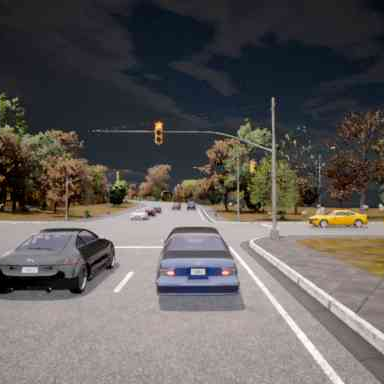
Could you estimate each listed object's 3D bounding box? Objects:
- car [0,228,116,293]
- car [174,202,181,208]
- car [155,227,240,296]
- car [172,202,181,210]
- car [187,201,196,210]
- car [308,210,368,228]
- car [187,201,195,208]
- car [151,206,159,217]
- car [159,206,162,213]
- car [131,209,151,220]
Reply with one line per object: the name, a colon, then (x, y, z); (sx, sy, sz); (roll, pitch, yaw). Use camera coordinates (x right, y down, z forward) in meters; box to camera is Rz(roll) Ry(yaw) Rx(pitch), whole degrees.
car: (-3.443, 1.665, 9.081); (1.994, 1.385, 4.181); (0, -1, 0)
car: (-3.830, 3.428, 88.290); (1.837, 1.490, 4.892); (0, 0, -4)
car: (0.070, 1.647, 8.971); (2.033, 1.411, 5.357); (0, -1, -1)
car: (-3.689, 3.486, 78.314); (1.812, 1.442, 4.674); (0, 0, 0)
car: (-0.187, 3.311, 77.853); (2.097, 1.767, 4.553); (0, 0, 0)
car: (12.970, 2.368, 29.698); (5.008, 1.535, 1.882); (0, -3, -2)
car: (-0.307, 3.243, 88.032); (1.882, 1.535, 5.008); (0, 0, -4)
car: (-7.222, 3.495, 56.557); (1.895, 1.301, 4.718); (0, -1, 0)
car: (-7.177, 3.540, 67.277); (2.033, 1.411, 5.357); (0, 0, 1)
car: (-7.217, 3.146, 46.279); (1.812, 1.442, 4.674); (0, -2, 0)
